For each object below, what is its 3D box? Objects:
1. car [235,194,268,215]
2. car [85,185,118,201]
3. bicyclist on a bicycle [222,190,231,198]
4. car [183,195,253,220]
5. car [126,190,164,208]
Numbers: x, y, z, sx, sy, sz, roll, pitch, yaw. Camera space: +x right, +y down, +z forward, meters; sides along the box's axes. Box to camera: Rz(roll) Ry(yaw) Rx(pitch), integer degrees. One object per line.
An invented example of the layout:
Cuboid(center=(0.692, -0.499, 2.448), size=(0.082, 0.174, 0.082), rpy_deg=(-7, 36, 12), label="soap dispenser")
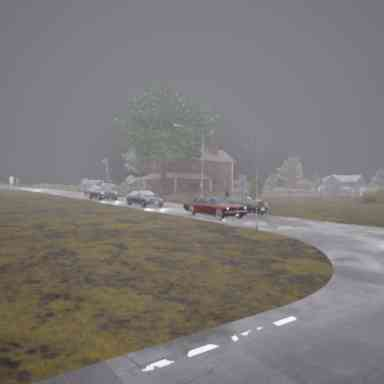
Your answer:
Cuboid(center=(3.391, 0.883, 24.012), size=(1.812, 1.442, 4.674), rpy_deg=(0, 2, -35), label="car")
Cuboid(center=(-10.172, 0.006, 37.974), size=(2.097, 1.767, 4.553), rpy_deg=(0, 2, -36), label="car")
Cuboid(center=(3.160, 0.648, 29.588), size=(1.656, 1.620, 0.582), rpy_deg=(0, 2, -36), label="bicyclist on a bicycle")
Cuboid(center=(1.444, 0.987, 21.690), size=(1.895, 1.301, 4.718), rpy_deg=(0, 2, -36), label="car")
Cuboid(center=(-4.333, 0.543, 29.787), size=(1.812, 1.442, 4.674), rpy_deg=(0, 2, -36), label="car")
